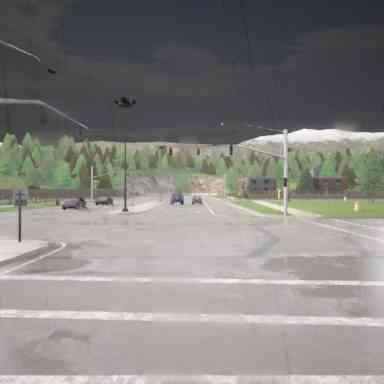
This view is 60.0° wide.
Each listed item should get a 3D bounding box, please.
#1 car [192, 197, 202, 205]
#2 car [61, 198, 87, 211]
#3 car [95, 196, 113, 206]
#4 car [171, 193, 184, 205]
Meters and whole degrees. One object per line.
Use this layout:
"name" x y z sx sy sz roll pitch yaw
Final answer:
"car" 0.912 1.534 60.393 2.033 1.411 5.357 0 0 1
"car" -14.561 1.497 41.379 1.837 1.490 4.892 0 0 1
"car" -14.345 1.465 54.496 1.882 1.535 5.008 0 0 1
"car" -2.596 1.211 59.849 2.150 2.045 5.566 0 0 1
